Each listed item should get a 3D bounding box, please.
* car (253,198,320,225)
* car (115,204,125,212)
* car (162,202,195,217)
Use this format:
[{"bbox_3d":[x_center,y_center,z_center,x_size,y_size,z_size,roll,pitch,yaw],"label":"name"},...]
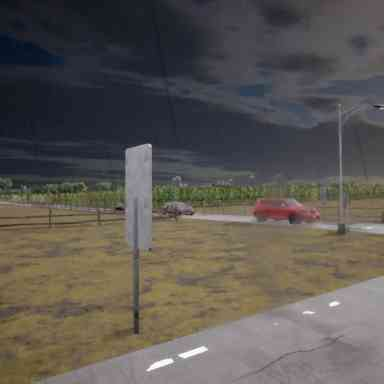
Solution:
[{"bbox_3d":[7.485,1.512,27.008,2.150,2.045,5.566,0,0,-36],"label":"car"},{"bbox_3d":[-10.455,2.494,51.993,1.895,1.301,4.718,0,-1,-35],"label":"car"},{"bbox_3d":[-1.633,1.947,39.661,2.097,1.767,4.553,0,-1,-36],"label":"car"}]
